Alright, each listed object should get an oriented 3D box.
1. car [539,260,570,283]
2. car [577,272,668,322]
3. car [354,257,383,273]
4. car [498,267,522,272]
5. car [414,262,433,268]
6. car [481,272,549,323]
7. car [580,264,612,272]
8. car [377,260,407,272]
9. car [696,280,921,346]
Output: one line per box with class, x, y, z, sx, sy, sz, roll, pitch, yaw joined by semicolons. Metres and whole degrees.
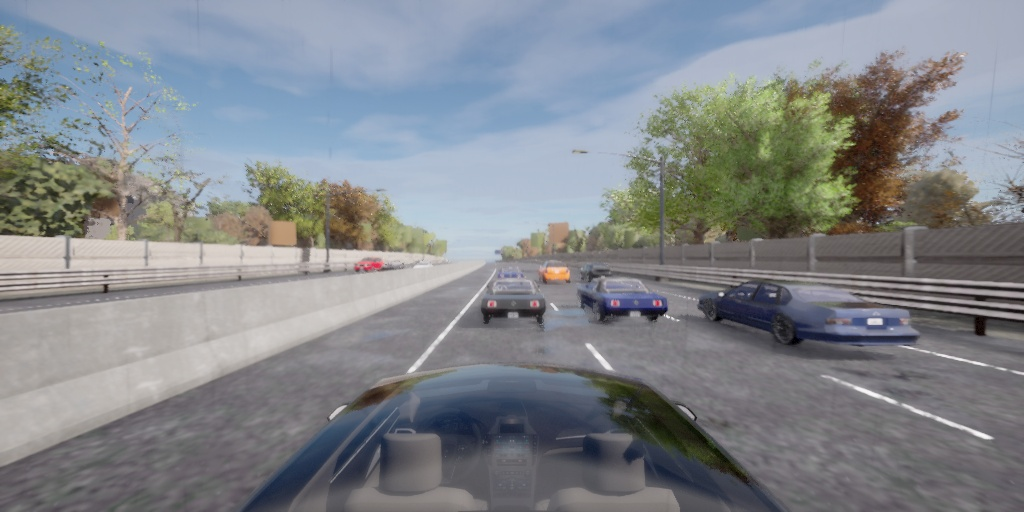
car;3.351;1.220;29.160;2.097;1.767;4.553;0;0;-1
car;3.535;1.397;12.500;1.895;1.301;4.718;0;0;0
car;-18.134;1.142;45.962;2.150;2.045;5.566;1;-1;-1
car;-0.127;1.462;27.550;1.895;1.301;4.718;0;0;-1
car;-11.150;1.462;45.498;1.812;1.442;4.674;0;0;-1
car;0.036;1.397;12.349;1.895;1.301;4.718;0;0;0
car;6.848;1.375;29.545;1.837;1.490;4.892;0;0;-1
car;-14.630;1.532;44.507;1.895;1.301;4.718;0;0;-1
car;7.041;1.330;9.461;2.033;1.411;5.357;0;0;0
